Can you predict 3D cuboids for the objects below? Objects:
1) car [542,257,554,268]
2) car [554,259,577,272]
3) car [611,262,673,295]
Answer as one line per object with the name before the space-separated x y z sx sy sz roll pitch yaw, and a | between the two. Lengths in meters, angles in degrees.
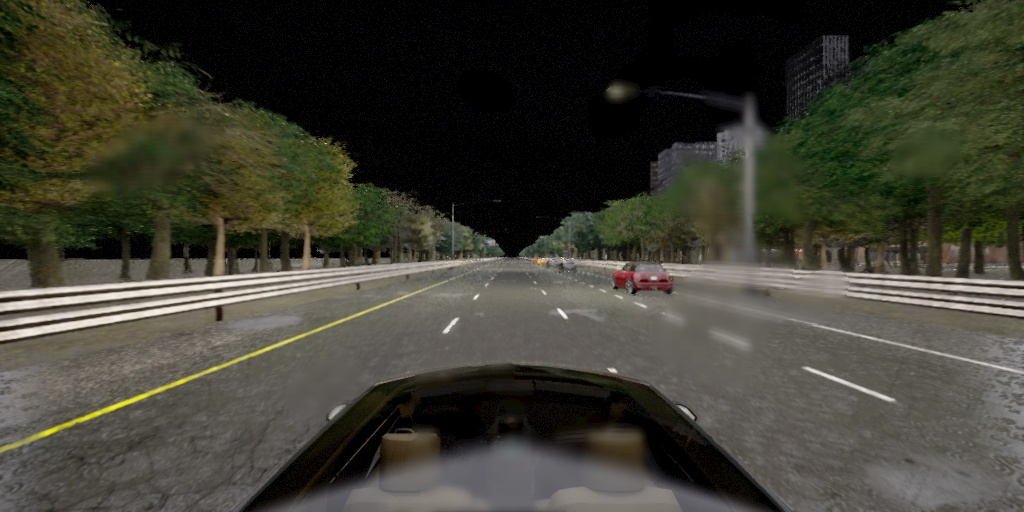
car | 7.060 1.305 62.825 2.128 1.511 4.902 0 0 0
car | 7.014 1.273 45.803 2.128 1.511 4.902 0 0 0
car | 6.998 1.107 19.832 2.097 1.767 4.553 0 0 0
